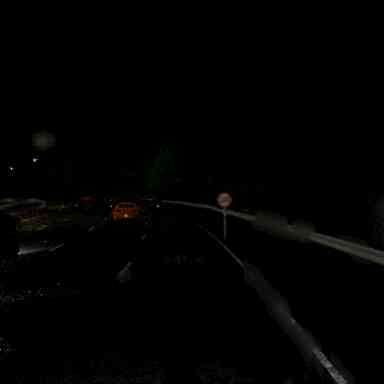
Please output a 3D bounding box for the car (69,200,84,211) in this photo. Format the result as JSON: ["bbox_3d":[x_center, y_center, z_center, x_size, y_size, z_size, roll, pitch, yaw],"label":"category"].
[{"bbox_3d":[-16.109,1.809,46.503,2.033,1.411,5.357,-1,0,-19],"label":"car"}]

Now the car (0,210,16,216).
[{"bbox_3d":[-11.202,1.684,18.431,1.837,1.490,4.892,0,0,-7],"label":"car"}]

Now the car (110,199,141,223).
[{"bbox_3d":[-5.203,1.564,26.634,1.882,1.535,5.008,0,0,-9],"label":"car"}]

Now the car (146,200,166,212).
[{"bbox_3d":[-4.433,1.641,40.607,1.994,1.385,4.181,-1,0,-13],"label":"car"}]

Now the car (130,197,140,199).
[{"bbox_3d":[-11.190,1.665,64.923,1.882,1.535,5.008,-1,0,-17],"label":"car"}]

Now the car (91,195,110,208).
[{"bbox_3d":[-15.352,1.472,55.009,2.150,2.045,5.566,0,0,-20],"label":"car"}]

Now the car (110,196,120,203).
[{"bbox_3d":[-14.899,1.598,63.468,2.097,1.767,4.553,-1,0,-22],"label":"car"}]

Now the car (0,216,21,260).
[{"bbox_3d":[-7.112,1.677,10.239,1.994,1.385,4.181,-1,0,-4],"label":"car"}]
